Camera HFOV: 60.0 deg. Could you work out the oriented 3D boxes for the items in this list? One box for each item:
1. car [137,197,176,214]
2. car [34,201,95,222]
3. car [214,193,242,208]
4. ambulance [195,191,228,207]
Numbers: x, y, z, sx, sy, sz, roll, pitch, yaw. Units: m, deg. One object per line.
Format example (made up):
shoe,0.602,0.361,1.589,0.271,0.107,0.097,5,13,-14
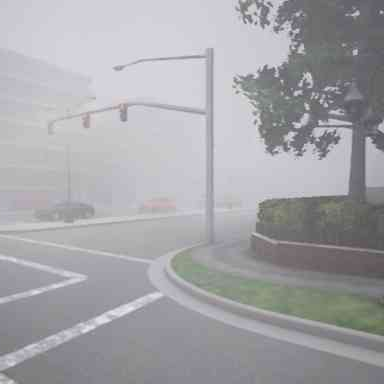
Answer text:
car,-3.716,1.352,35.635,2.097,1.767,4.553,0,0,36
car,-10.138,1.505,26.796,1.837,1.490,4.892,0,0,36
car,5.392,1.353,48.145,2.097,1.767,4.553,0,0,36
ambulance,3.020,1.028,50.701,2.351,2.431,6.366,0,0,36
